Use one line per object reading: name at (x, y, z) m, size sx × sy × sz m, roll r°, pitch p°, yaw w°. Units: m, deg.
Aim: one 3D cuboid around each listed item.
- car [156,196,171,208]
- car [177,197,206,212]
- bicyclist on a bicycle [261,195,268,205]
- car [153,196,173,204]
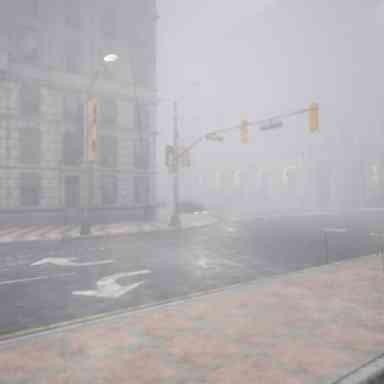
car at (-5.348, 1.611, 46.670) m, size 1.895 × 1.301 × 4.718 m, roll 0°, pitch 0°, yaw -35°
car at (-0.220, 1.574, 39.506) m, size 1.994 × 1.385 × 4.181 m, roll 0°, pitch 0°, yaw -36°
bicyclist on a bicycle at (11.721, 1.319, 53.676) m, size 1.656 × 1.620 × 0.582 m, roll 0°, pitch 0°, yaw -36°
car at (-5.820, 1.541, 65.910) m, size 1.812 × 1.442 × 4.674 m, roll 0°, pitch 0°, yaw -35°
